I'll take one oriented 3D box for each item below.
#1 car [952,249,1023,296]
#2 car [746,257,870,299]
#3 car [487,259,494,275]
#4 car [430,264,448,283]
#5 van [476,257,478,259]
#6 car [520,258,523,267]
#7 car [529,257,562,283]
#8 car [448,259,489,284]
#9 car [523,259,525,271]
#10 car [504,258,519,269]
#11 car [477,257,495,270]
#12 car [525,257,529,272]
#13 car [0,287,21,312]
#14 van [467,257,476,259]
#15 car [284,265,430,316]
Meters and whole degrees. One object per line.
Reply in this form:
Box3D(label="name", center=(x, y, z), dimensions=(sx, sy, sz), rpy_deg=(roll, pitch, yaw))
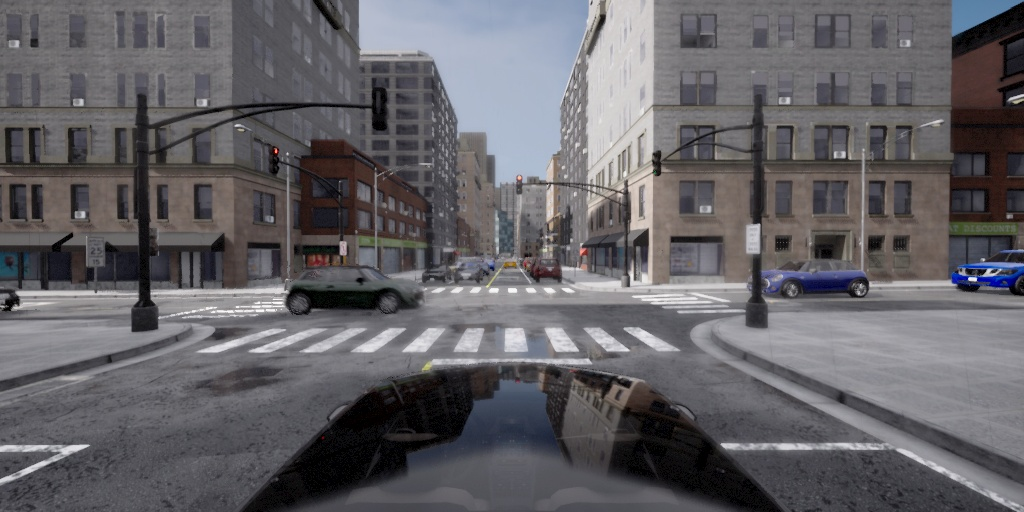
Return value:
Box3D(label="car", center=(24.026, 0.696, 16.573), dimensions=(5.566, 2.045, 2.150), rpy_deg=(-1, 1, 0))
Box3D(label="car", center=(13.402, 0.937, 16.455), dimensions=(4.553, 1.767, 2.097), rpy_deg=(-1, 1, -1))
Box3D(label="car", center=(-3.246, 1.298, 37.320), dimensions=(2.033, 1.411, 5.357), rpy_deg=(0, 0, 0))
Box3D(label="car", center=(-5.780, 1.316, 28.140), dimensions=(1.948, 1.339, 4.313), rpy_deg=(0, 0, 0))
Box3D(label="van", center=(-5.881, 1.088, 50.484), dimensions=(1.690, 1.789, 3.998), rpy_deg=(0, 0, 0))
Box3D(label="car", center=(2.651, 1.062, 50.521), dimensions=(2.192, 1.841, 5.009), rpy_deg=(0, 0, 0))
Box3D(label="car", center=(2.746, 1.065, 28.178), dimensions=(2.192, 1.841, 5.009), rpy_deg=(0, 0, 0))
Box3D(label="car", center=(-3.204, 1.242, 27.311), dimensions=(2.128, 1.511, 4.902), rpy_deg=(0, 0, 0))
Box3D(label="car", center=(2.674, 1.274, 45.105), dimensions=(1.751, 1.417, 4.829), rpy_deg=(0, 0, 0))
Box3D(label="car", center=(-0.242, 1.222, 57.149), dimensions=(1.882, 1.535, 5.008), rpy_deg=(0, 0, 0))
Box3D(label="car", center=(-3.278, 1.226, 48.231), dimensions=(1.882, 1.535, 5.008), rpy_deg=(0, 0, 0))
Box3D(label="car", center=(2.722, 1.065, 33.764), dimensions=(2.192, 1.841, 5.009), rpy_deg=(0, 0, 0))
Box3D(label="car", center=(-21.084, 1.437, 12.999), dimensions=(4.902, 1.511, 2.128), rpy_deg=(0, 1, 0))
Box3D(label="van", center=(-5.855, 1.090, 44.897), dimensions=(1.690, 1.789, 3.998), rpy_deg=(0, 0, 0))
Box3D(label="car", center=(-5.600, 1.126, 13.137), dimensions=(4.553, 1.767, 2.097), rpy_deg=(0, 0, -1))
